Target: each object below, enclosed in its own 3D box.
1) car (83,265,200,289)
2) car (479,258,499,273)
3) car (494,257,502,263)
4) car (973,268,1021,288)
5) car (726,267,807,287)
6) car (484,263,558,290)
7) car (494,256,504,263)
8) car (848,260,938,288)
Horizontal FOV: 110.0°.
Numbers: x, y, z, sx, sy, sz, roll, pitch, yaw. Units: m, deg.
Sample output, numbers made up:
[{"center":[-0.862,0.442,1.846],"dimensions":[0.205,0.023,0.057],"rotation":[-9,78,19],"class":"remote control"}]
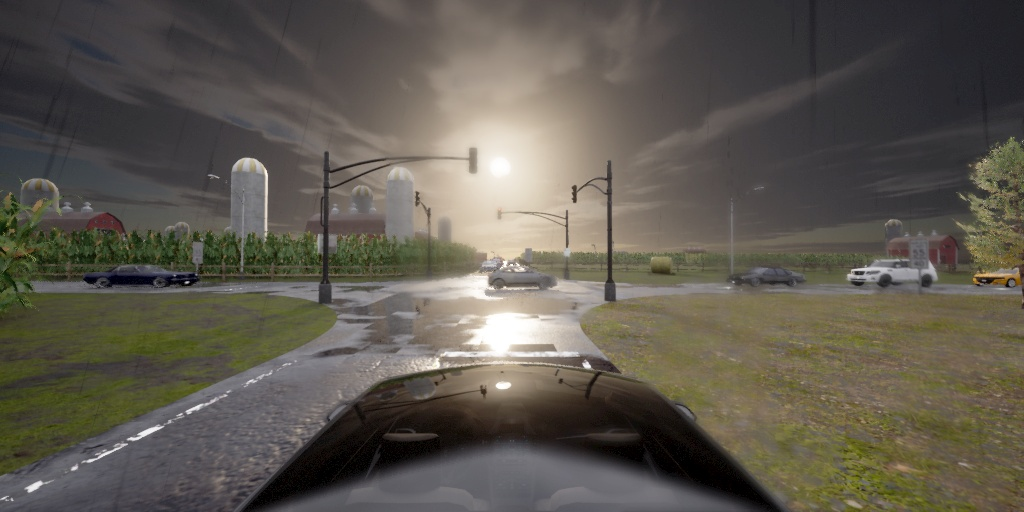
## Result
[{"center":[-20.509,1.158,20.069],"dimensions":[4.718,1.301,1.895],"rotation":[0,-1,-3],"class":"car"},{"center":[-2.827,1.312,43.405],"dimensions":[1.812,1.442,4.674],"rotation":[0,0,-1],"class":"car"},{"center":[-2.883,1.325,52.563],"dimensions":[1.812,1.442,4.674],"rotation":[0,0,0],"class":"car"},{"center":[38.836,1.645,27.806],"dimensions":[5.008,1.535,1.882],"rotation":[1,-1,-5],"class":"car"},{"center":[18.670,1.525,26.339],"dimensions":[5.357,1.411,2.033],"rotation":[1,-1,-8],"class":"car"},{"center":[0.598,1.282,21.350],"dimensions":[4.181,1.385,1.994],"rotation":[0,0,-4],"class":"car"},{"center":[-2.904,1.295,62.584],"dimensions":[1.882,1.535,5.008],"rotation":[0,0,0],"class":"car"},{"center":[28.655,1.291,27.050],"dimensions":[5.566,2.045,2.150],"rotation":[1,-1,-4],"class":"car"}]
